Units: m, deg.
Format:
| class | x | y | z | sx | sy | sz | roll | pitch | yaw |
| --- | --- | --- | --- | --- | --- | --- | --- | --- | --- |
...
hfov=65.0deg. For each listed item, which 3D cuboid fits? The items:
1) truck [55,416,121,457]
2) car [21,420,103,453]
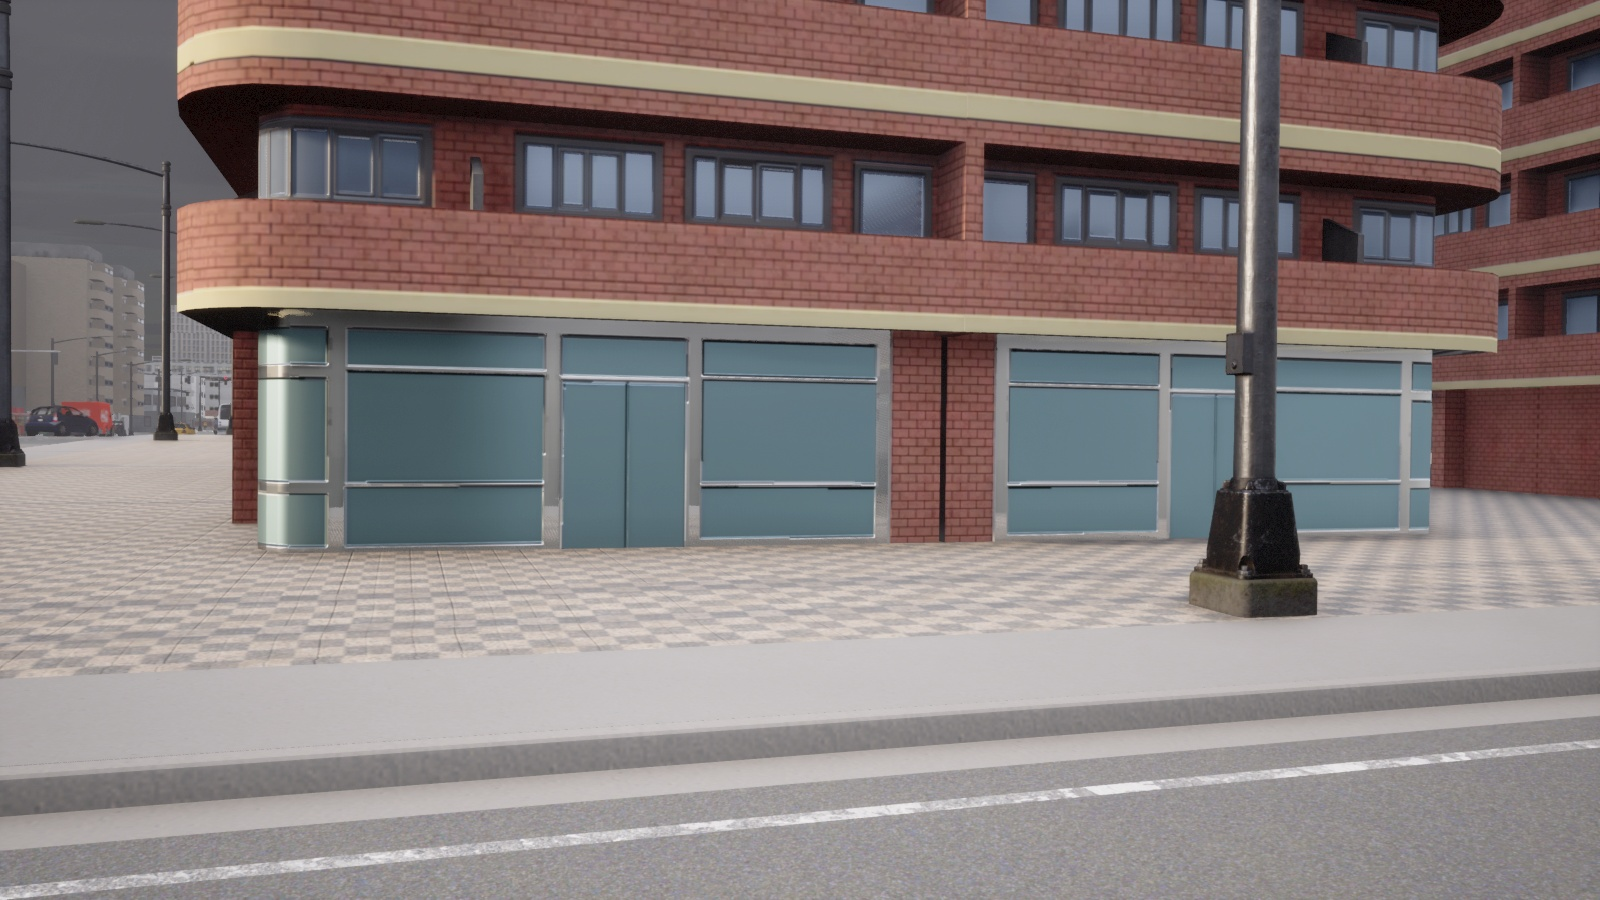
| class | x | y | z | sx | sy | sz | roll | pitch | yaw |
| --- | --- | --- | --- | --- | --- | --- | --- | --- | --- |
| truck | -45.788 | -0.825 | 80.882 | 2.627 | 2.467 | 5.204 | -1 | -1 | -17 |
| car | -38.588 | -0.694 | 65.780 | 1.851 | 1.617 | 3.988 | -1 | 0 | 2 |
